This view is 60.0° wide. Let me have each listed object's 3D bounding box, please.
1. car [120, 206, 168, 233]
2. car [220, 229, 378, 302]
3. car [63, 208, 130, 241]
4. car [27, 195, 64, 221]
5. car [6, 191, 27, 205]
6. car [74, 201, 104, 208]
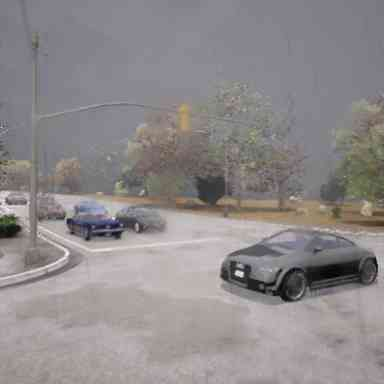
[{"bbox_3d":[-3.380,1.731,21.615,1.837,1.490,4.892,1,0,-35],"label":"car"},{"bbox_3d":[2.810,1.690,8.556,4.181,1.385,1.994,1,-1,-30],"label":"car"},{"bbox_3d":[-5.402,1.796,18.377,1.895,1.301,4.718,1,0,-34],"label":"car"},{"bbox_3d":[-12.219,1.410,28.150,2.097,1.767,4.553,1,1,-35],"label":"car"},{"bbox_3d":[-22.958,0.763,43.594,2.097,1.767,4.553,1,2,-34],"label":"car"},{"bbox_3d":[-9.086,1.581,29.773,1.882,1.535,5.008,1,1,-35],"label":"car"}]
